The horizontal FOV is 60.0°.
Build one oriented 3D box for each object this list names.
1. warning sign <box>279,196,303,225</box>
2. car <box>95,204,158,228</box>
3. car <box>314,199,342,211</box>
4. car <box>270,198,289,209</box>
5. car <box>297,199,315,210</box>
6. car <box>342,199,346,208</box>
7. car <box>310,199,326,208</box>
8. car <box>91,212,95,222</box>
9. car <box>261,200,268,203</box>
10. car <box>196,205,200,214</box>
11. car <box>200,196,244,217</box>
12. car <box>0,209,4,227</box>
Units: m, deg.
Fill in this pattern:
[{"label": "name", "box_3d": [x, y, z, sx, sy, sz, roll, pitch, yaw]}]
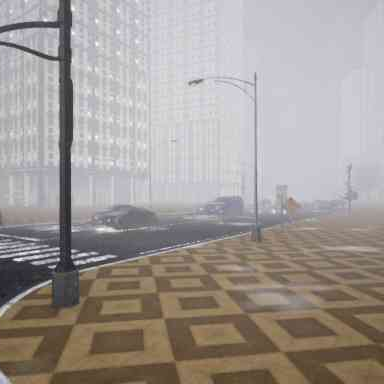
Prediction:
[{"label": "warning sign", "box_3d": [6.824, 1.249, 22.958, 1.300, 1.860, 1.060, 0, 0, 34]}, {"label": "car", "box_3d": [-4.315, 1.700, 23.419, 1.994, 1.385, 4.181, 0, -1, 34]}, {"label": "car", "box_3d": [18.796, 1.850, 45.886, 2.033, 1.411, 5.357, 0, 0, 31]}, {"label": "car", "box_3d": [13.745, 1.687, 50.179, 2.097, 1.767, 4.553, 0, 0, 32]}, {"label": "car", "box_3d": [15.710, 1.913, 47.081, 1.895, 1.301, 4.718, 0, -1, 32]}, {"label": "car", "box_3d": [24.191, 1.837, 54.740, 1.882, 1.535, 5.008, 0, 0, 31]}, {"label": "car", "box_3d": [21.466, 1.900, 56.514, 1.812, 1.442, 4.674, 0, 0, 31]}, {"label": "car", "box_3d": [-5.888, 1.688, 26.874, 1.812, 1.442, 4.674, 0, -1, 34]}, {"label": "car", "box_3d": [11.001, 1.593, 51.922, 2.128, 1.511, 4.902, 0, 0, 32]}, {"label": "car", "box_3d": [2.336, 1.747, 38.936, 2.128, 1.511, 4.902, 0, -1, 34]}, {"label": "car", "box_3d": [3.521, 1.440, 34.902, 2.150, 2.045, 5.566, 0, 0, 34]}, {"label": "car", "box_3d": [-12.693, 1.293, 16.918, 2.150, 2.045, 5.566, 0, -1, 34]}]
